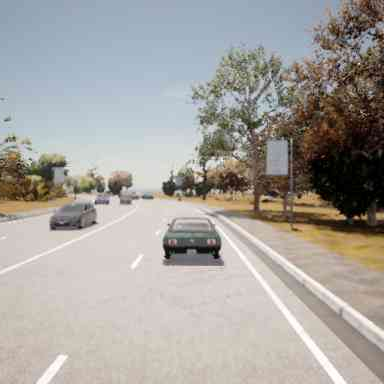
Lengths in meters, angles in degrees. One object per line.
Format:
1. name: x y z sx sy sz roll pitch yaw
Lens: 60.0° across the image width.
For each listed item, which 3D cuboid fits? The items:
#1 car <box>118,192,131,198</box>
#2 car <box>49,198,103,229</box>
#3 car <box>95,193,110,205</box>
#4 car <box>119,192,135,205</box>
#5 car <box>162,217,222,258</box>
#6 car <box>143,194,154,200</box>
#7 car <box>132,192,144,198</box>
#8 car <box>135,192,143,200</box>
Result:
1. car: -17.397 0.825 85.378 2.033 1.411 5.357 0 0 -26
2. car: -7.277 1.402 20.822 1.837 1.490 4.892 0 2 -1
3. car: -13.855 1.009 51.756 2.097 1.767 4.553 0 1 -11
4. car: -10.384 1.191 52.212 1.837 1.490 4.892 0 0 -11
5. car: -0.019 1.575 12.593 1.895 1.301 4.718 0 0 -1
6. car: -10.285 1.067 77.303 1.994 1.385 4.181 0 0 -22
7. car: -14.065 0.812 86.514 1.812 1.442 4.674 0 0 -26
8. car: -13.359 1.037 75.531 2.033 1.411 5.357 0 0 -22
